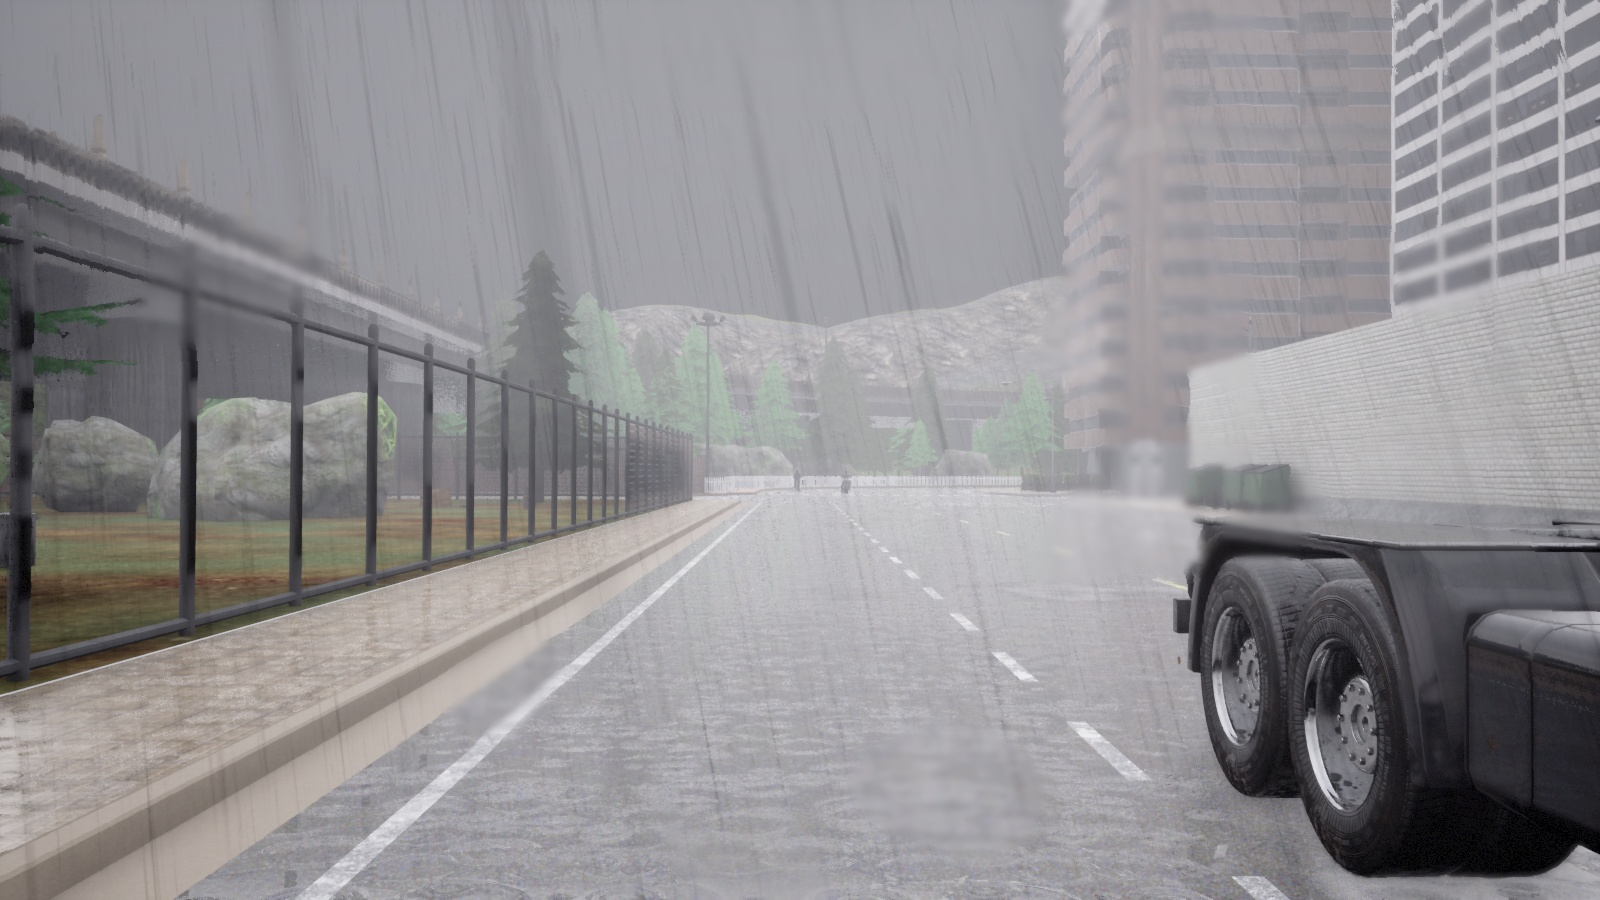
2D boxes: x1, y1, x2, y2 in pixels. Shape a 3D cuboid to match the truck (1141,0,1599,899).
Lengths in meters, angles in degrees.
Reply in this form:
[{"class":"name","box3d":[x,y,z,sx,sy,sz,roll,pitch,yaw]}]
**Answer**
[{"class":"truck","box3d":[3.487,-0.123,3.466,2.891,3.462,7.936,0,-1,0]}]
